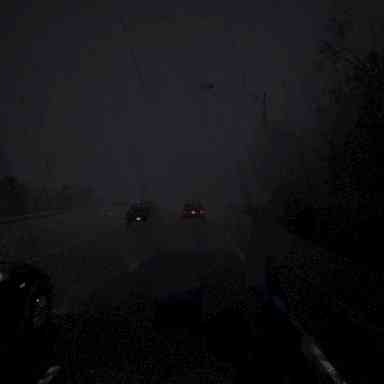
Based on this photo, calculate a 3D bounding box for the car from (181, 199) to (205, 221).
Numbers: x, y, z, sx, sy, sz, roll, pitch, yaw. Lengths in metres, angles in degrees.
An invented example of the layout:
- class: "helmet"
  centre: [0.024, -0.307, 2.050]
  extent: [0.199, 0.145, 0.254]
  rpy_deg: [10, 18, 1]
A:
- class: "car"
  centre: [0.102, 1.541, 26.799]
  extent: [2.033, 1.411, 5.357]
  rpy_deg: [0, 0, 0]

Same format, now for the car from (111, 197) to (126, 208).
- class: "car"
  centre: [-10.630, 1.513, 49.221]
  extent: [1.812, 1.442, 4.674]
  rpy_deg: [0, 0, 0]

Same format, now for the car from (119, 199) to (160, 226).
- class: "car"
  centre: [-3.398, 1.486, 23.604]
  extent: [2.128, 1.511, 4.902]
  rpy_deg: [0, 0, 0]

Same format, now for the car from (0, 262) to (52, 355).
- class: "car"
  centre: [-3.399, 1.351, 3.773]
  extent: [2.097, 1.767, 4.553]
  rpy_deg: [0, 0, 0]
